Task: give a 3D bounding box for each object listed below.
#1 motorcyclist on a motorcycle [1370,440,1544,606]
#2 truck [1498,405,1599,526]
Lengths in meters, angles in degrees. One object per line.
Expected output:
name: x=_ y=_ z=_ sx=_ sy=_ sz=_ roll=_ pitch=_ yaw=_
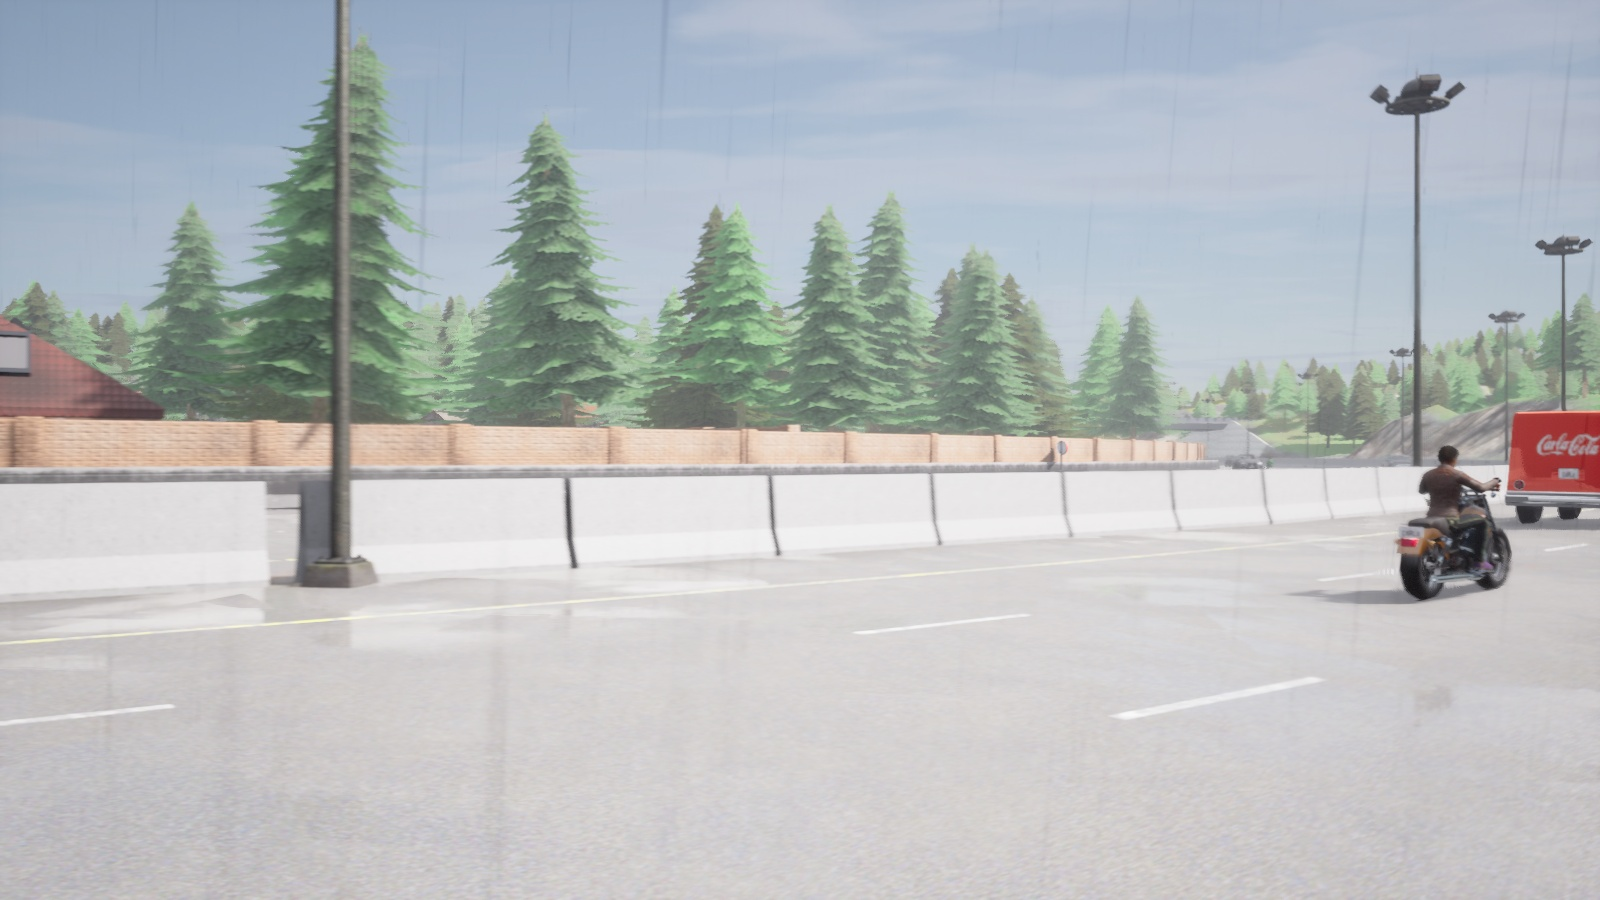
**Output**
motorcyclist on a motorcycle: x=7.073 y=0.732 z=13.459 sx=2.350 sy=1.649 sz=0.766 roll=0 pitch=-1 yaw=-39
truck: x=17.815 y=0.322 z=28.009 sx=2.627 sy=2.467 sz=5.204 roll=0 pitch=0 yaw=44
